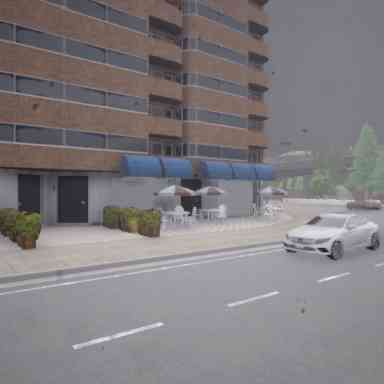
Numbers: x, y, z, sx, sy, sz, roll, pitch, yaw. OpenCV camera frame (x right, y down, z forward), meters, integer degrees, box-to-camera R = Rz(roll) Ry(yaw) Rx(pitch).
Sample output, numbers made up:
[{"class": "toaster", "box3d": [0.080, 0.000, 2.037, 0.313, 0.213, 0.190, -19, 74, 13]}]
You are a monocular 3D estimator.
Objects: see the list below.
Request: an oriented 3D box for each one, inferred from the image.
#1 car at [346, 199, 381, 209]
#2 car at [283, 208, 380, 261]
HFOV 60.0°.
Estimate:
[{"class": "car", "box3d": [21.144, 1.563, 41.140, 1.994, 1.385, 4.181, 0, 0, -16]}, {"class": "car", "box3d": [5.391, 1.525, 12.509, 4.674, 1.442, 1.812, 0, 0, -39]}]
